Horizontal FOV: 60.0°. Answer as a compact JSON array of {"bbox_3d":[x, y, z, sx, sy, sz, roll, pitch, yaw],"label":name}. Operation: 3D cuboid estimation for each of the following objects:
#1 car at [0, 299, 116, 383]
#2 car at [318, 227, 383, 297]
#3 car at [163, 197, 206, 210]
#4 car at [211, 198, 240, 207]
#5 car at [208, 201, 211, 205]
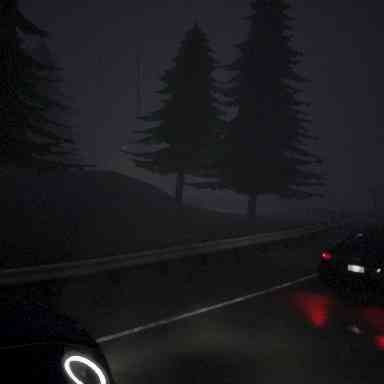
[{"bbox_3d":[-2.773,1.352,2.049,4.553,1.767,2.097,0,0,-35],"label":"car"},{"bbox_3d":[4.908,1.564,8.243,4.181,1.385,1.994,0,0,-42],"label":"car"},{"bbox_3d":[-0.955,1.579,41.998,4.718,1.301,1.895,0,0,35],"label":"car"},{"bbox_3d":[4.903,1.579,50.716,4.718,1.301,1.895,0,0,35],"label":"car"},{"bbox_3d":[-0.369,1.464,45.853,4.902,1.511,2.128,0,0,35],"label":"car"}]
